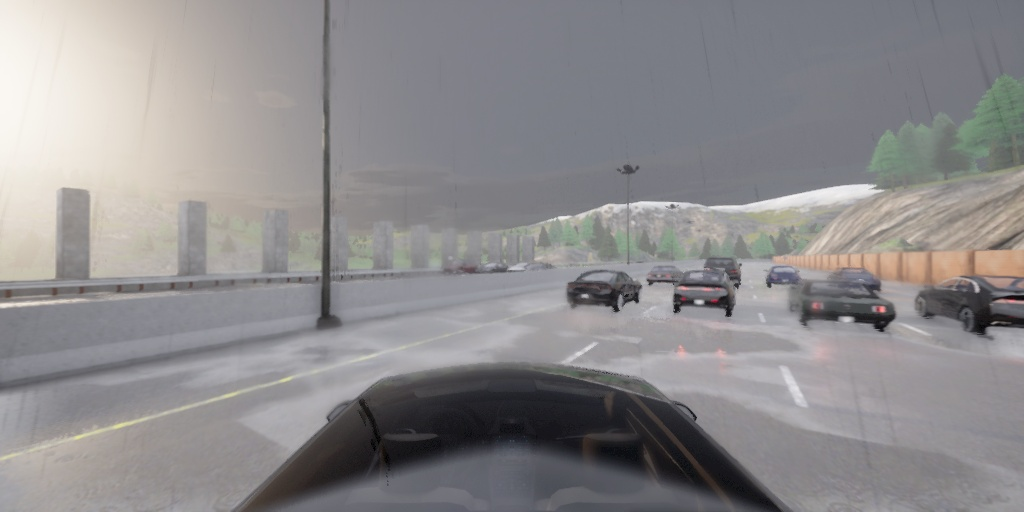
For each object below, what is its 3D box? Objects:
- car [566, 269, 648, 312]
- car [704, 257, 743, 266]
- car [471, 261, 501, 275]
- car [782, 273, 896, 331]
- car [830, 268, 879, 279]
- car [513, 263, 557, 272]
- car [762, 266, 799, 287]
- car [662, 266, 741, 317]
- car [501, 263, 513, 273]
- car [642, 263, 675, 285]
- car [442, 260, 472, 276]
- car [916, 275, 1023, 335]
[{"bbox_3d":[3.942,1.282,14.790,1.882,1.535,5.008,0,0,33],"label":"car"},{"bbox_3d":[14.808,1.079,25.284,2.150,2.045,5.566,0,0,33],"label":"car"},{"bbox_3d":[-1.918,1.415,38.471,1.812,1.442,4.674,0,0,33],"label":"car"},{"bbox_3d":[10.050,1.399,11.347,1.895,1.301,4.718,0,0,33],"label":"car"},{"bbox_3d":[21.445,1.418,22.634,1.994,1.385,4.181,0,0,33],"label":"car"},{"bbox_3d":[2.420,1.374,32.263,1.837,1.490,4.892,0,0,34],"label":"car"},{"bbox_3d":[18.736,1.384,24.887,1.812,1.442,4.674,0,0,33],"label":"car"},{"bbox_3d":[7.407,1.296,13.704,2.128,1.511,4.902,0,0,33],"label":"car"},{"bbox_3d":[1.181,1.411,36.787,1.812,1.442,4.674,0,0,33],"label":"car"},{"bbox_3d":[11.272,1.404,26.276,2.033,1.411,5.357,0,0,33],"label":"car"},{"bbox_3d":[-5.539,1.242,39.161,2.097,1.767,4.553,0,0,31],"label":"car"},{"bbox_3d":[13.360,1.288,10.020,2.128,1.511,4.902,0,0,33],"label":"car"}]
